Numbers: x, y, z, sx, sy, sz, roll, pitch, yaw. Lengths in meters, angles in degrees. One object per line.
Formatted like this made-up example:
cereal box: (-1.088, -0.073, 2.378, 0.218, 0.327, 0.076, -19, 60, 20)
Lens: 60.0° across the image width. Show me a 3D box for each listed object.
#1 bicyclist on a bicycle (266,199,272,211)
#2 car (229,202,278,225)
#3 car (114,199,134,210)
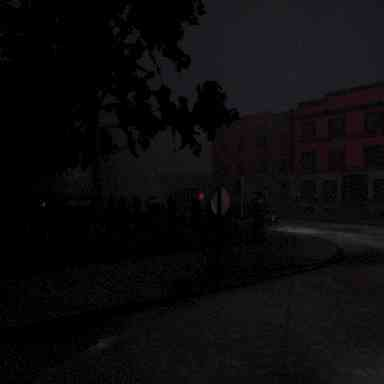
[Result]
bicyclist on a bicycle: (7.274, 1.337, 32.629, 1.656, 1.620, 0.582, 0, 0, -36)
car: (3.746, 1.484, 23.119, 2.128, 1.511, 4.902, 0, 0, -36)
car: (-8.095, 1.518, 39.717, 1.812, 1.442, 4.674, 0, 0, -35)
